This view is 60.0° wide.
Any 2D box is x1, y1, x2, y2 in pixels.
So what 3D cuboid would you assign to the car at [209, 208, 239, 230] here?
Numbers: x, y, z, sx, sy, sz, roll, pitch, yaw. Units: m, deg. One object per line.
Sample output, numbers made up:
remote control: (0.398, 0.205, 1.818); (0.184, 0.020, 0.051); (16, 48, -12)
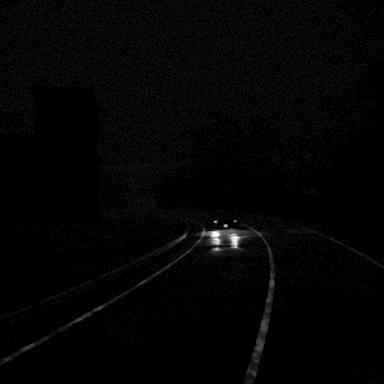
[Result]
car: (2.217, 1.900, 24.582); (2.033, 1.411, 5.357); (-2, -1, 0)
